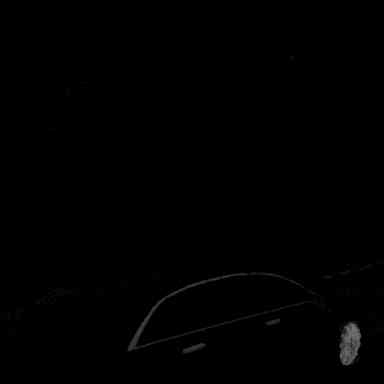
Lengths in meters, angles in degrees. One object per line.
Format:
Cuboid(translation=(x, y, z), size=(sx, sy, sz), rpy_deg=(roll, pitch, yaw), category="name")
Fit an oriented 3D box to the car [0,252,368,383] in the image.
Cuboid(translation=(0.241, 1.507, 3.966), size=(4.892, 1.490, 1.837), rpy_deg=(0, 0, -37), category="car")
